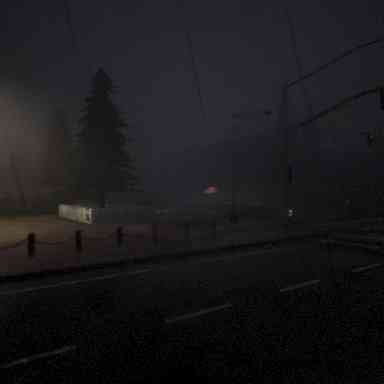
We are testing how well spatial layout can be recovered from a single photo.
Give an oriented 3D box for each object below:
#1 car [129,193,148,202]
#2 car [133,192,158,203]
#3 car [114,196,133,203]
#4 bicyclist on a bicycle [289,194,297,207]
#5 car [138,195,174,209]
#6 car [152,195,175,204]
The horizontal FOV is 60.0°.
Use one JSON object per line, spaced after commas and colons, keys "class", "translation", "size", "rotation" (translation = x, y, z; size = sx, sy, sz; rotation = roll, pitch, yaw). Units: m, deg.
{"class": "car", "translation": [-10.959, 1.174, 68.179], "size": [2.097, 1.767, 4.553], "rotation": [0, 0, -36]}
{"class": "car", "translation": [-7.593, 1.054, 57.530], "size": [2.150, 2.045, 5.566], "rotation": [0, 0, -33]}
{"class": "car", "translation": [-13.841, 1.433, 66.194], "size": [1.895, 1.301, 4.718], "rotation": [0, 0, -36]}
{"class": "bicyclist on a bicycle", "translation": [12.854, 1.083, 42.380], "size": [1.656, 1.620, 0.582], "rotation": [-1, 0, -36]}
{"class": "car", "translation": [-4.492, 1.440, 40.896], "size": [1.994, 1.385, 4.181], "rotation": [0, 0, -35]}
{"class": "car", "translation": [-5.175, 1.288, 60.169], "size": [1.882, 1.535, 5.008], "rotation": [0, 0, -35]}
